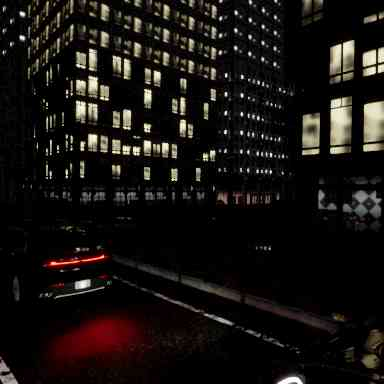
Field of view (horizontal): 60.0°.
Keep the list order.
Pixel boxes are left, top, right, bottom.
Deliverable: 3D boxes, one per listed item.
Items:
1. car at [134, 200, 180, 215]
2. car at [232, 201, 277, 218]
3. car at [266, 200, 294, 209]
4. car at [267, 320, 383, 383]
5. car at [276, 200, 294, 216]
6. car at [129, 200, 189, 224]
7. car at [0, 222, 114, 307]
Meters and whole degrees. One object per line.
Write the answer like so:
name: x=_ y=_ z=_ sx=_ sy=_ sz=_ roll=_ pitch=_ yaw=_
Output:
car: x=-3.800 y=1.648 z=36.449 sx=4.829 sy=1.417 sz=1.752 roll=1 pitch=0 yaw=-40
car: x=6.180 y=1.833 z=33.915 sx=4.829 sy=1.417 sz=1.752 roll=1 pitch=0 yaw=-40
car: x=13.547 y=1.882 z=51.124 sx=4.313 sy=1.339 sz=1.947 roll=1 pitch=0 yaw=-40
car: x=2.420 y=1.352 z=1.331 sx=2.097 sy=1.767 sz=4.553 roll=0 pitch=0 yaw=-41
car: x=10.356 y=1.936 z=37.449 sx=4.206 sy=1.307 sz=1.802 roll=1 pitch=0 yaw=-40
car: x=-2.559 y=1.524 z=26.520 sx=5.009 sy=1.841 sz=2.192 roll=1 pitch=0 yaw=-40
car: x=-3.662 y=1.501 z=8.124 sx=1.837 sy=1.490 sz=4.892 roll=0 pitch=0 yaw=-41
